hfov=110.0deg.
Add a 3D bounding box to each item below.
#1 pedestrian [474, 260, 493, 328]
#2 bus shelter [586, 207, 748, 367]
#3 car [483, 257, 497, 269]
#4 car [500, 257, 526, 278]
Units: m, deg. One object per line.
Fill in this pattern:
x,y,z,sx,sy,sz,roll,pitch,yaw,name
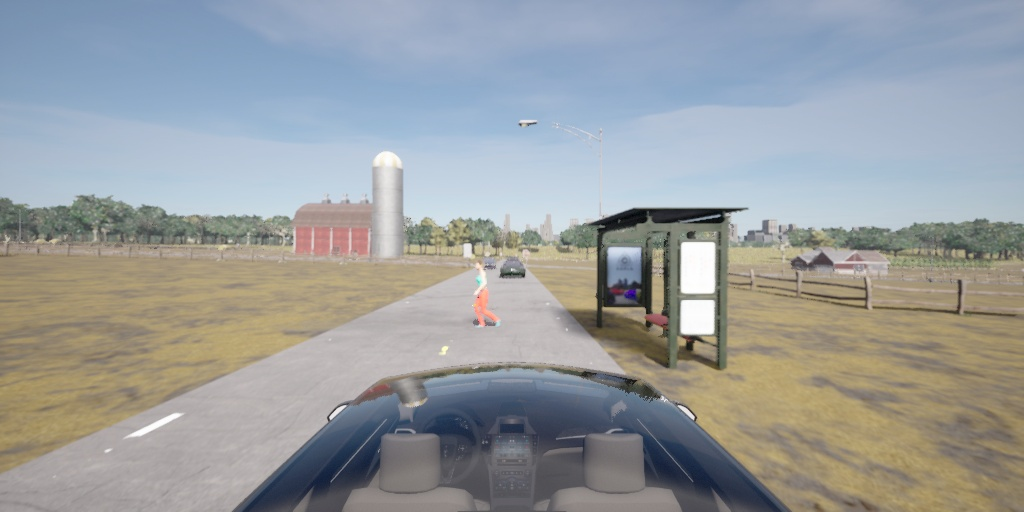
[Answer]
-0.790,0.939,9.268,0.375,1.860,0.375,0,1,-15,pedestrian
3.125,0.533,8.213,1.920,2.740,3.880,0,0,0,bus shelter
-2.787,0.866,43.847,2.033,1.411,5.357,0,0,0,car
0.085,0.988,29.038,1.994,1.385,4.181,0,0,0,car
